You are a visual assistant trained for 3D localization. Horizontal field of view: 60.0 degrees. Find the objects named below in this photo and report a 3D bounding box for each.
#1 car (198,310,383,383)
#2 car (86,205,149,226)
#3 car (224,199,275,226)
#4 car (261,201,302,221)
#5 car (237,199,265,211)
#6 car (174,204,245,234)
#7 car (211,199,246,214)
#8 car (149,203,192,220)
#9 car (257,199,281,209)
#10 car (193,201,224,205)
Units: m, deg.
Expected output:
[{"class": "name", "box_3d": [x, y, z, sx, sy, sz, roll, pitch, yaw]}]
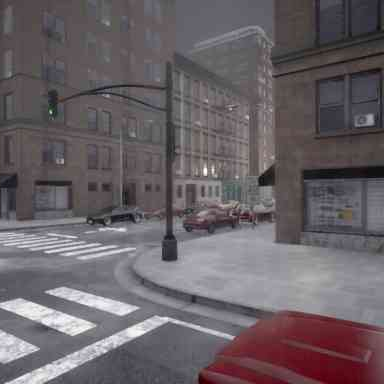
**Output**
[{"class": "car", "box_3d": [2.294, 1.601, 2.052, 4.718, 1.301, 1.895, 0, 0, 36]}, {"class": "car", "box_3d": [-5.407, 1.590, 23.610, 1.947, 1.339, 4.313, 0, 0, 36]}, {"class": "car", "box_3d": [4.331, 1.411, 23.419, 1.967, 1.590, 4.097, 0, 0, 36]}, {"class": "car", "box_3d": [7.647, 1.495, 28.042, 1.752, 1.417, 4.829, 0, 0, 36]}, {"class": "car", "box_3d": [7.457, 1.600, 41.547, 1.802, 1.307, 4.206, 0, 0, 36]}, {"class": "car", "box_3d": [1.116, 1.555, 18.934, 1.802, 1.307, 4.206, 0, 0, 36]}, {"class": "car", "box_3d": [4.142, 1.544, 36.925, 1.752, 1.417, 4.829, 0, 0, 36]}, {"class": "car", "box_3d": [-2.190, 1.604, 28.094, 1.802, 1.307, 4.206, 0, 0, 36]}, {"class": "car", "box_3d": [10.673, 1.601, 46.031, 1.802, 1.307, 4.206, 0, 0, 36]}, {"class": "car", "box_3d": [1.025, 1.565, 32.579, 1.887, 1.381, 4.507, 0, 0, 36]}]
